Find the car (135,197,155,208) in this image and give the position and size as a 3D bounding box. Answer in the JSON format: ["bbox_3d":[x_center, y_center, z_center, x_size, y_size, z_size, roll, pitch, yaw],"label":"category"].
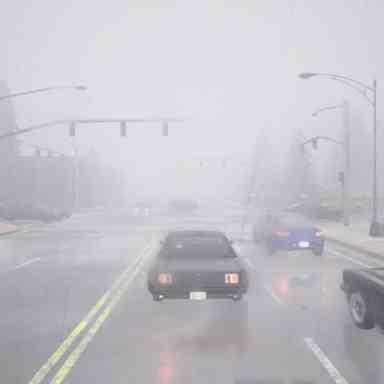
[{"bbox_3d":[-6.872,1.526,47.371,1.812,1.442,4.674,0,0,0],"label":"car"}]

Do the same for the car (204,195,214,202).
[{"bbox_3d":[3.864,1.355,74.956,2.097,1.767,4.553,0,0,0],"label":"car"}]

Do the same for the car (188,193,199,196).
[{"bbox_3d":[0.360,1.225,74.852,2.150,2.045,5.566,0,0,0],"label":"car"}]

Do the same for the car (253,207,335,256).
[{"bbox_3d":[3.643,1.526,13.071,1.812,1.442,4.674,0,0,0],"label":"car"}]

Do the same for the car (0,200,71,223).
[{"bbox_3d":[-12.064,1.547,25.329,5.357,1.411,2.033,0,0,13],"label":"car"}]

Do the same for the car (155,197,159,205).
[{"bbox_3d":[-6.815,1.564,57.395,1.994,1.385,4.181,0,0,0],"label":"car"}]

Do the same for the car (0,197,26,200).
[{"bbox_3d":[-15.331,1.352,29.422,4.553,1.767,2.097,0,0,0],"label":"car"}]

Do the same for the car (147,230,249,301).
[{"bbox_3d":[0.103,1.601,8.281,1.895,1.301,4.718,0,0,0],"label":"car"}]

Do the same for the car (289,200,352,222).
[{"bbox_3d":[9.249,1.525,25.429,4.674,1.442,1.812,0,0,1],"label":"car"}]

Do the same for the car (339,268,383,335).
[{"bbox_3d":[3.615,1.601,3.968,1.895,1.301,4.718,0,0,0],"label":"car"}]

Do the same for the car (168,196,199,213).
[{"bbox_3d":[-0.903,1.505,37.713,1.837,1.490,4.892,2,1,27],"label":"car"}]

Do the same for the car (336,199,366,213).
[{"bbox_3d":[16.095,1.478,36.046,5.008,1.535,1.882,0,0,0],"label":"car"}]
